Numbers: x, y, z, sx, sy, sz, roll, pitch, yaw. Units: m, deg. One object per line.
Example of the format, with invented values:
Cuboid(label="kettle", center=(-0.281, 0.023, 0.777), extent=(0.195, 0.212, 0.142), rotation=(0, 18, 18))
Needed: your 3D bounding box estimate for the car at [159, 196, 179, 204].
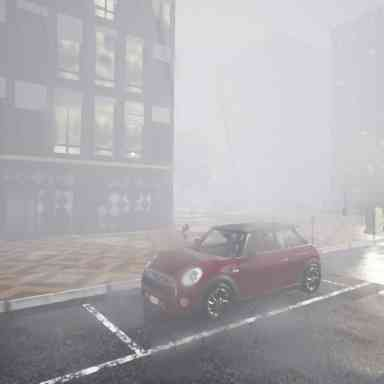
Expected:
Cuboid(label="car", center=(-5.250, 1.724, 74.611), extent=(2.192, 1.841, 5.009), rotation=(1, -1, -35))

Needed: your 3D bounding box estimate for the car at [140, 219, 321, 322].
Cuboid(label="car", center=(0.932, 1.442, 7.218), extent=(4.097, 1.590, 1.967), rotation=(0, 1, -36))

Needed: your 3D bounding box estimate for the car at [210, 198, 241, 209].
Cuboid(label="car", center=(4.315, 1.677, 46.638), extent=(2.008, 1.369, 4.403), rotation=(1, -1, -35))

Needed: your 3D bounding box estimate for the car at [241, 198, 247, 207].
Cuboid(label="car", center=(7.872, 1.725, 56.108), extent=(1.967, 1.590, 4.097), rotation=(1, -1, -35))

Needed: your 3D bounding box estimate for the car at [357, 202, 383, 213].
Cuboid(label="car", center=(20.995, 1.730, 37.606), extent=(1.947, 1.339, 4.313), rotation=(1, -1, -35))

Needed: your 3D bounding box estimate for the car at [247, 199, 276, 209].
Cuboid(label="car", center=(11.153, 1.799, 51.482), extent=(1.887, 1.381, 4.507), rotation=(1, -1, -35))

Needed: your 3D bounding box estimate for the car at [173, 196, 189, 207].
Cuboid(label="car", center=(-2.247, 1.732, 55.889), extent=(1.887, 1.381, 4.507), rotation=(1, -1, -35))

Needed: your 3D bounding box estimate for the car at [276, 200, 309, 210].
Cuboid(label="car", center=(14.433, 1.806, 46.856), extent=(1.802, 1.307, 4.206), rotation=(1, -1, -35))
